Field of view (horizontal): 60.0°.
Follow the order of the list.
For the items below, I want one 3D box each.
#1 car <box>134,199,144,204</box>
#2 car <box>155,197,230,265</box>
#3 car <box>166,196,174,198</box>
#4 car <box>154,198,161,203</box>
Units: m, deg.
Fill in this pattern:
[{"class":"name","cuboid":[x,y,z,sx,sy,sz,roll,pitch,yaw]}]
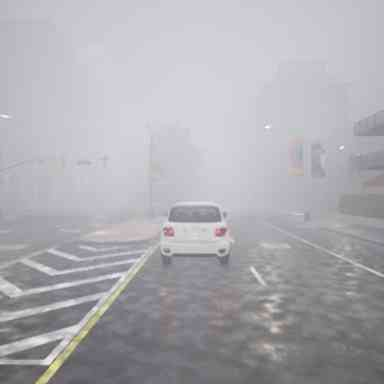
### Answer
[{"class":"car","cuboid":[-13.018,2.321,81.390,1.895,1.301,4.718,0,-1,1]},{"class":"car","cuboid":[0.148,1.336,12.316,2.150,2.045,5.566,0,0,2]},{"class":"car","cuboid":[-6.006,2.053,92.716,2.150,2.045,5.566,0,-1,1]},{"class":"car","cuboid":[-9.504,2.353,92.823,2.128,1.511,4.902,0,-1,1]}]
